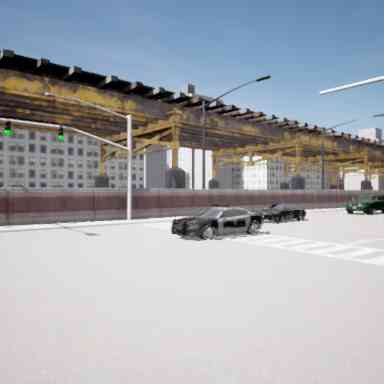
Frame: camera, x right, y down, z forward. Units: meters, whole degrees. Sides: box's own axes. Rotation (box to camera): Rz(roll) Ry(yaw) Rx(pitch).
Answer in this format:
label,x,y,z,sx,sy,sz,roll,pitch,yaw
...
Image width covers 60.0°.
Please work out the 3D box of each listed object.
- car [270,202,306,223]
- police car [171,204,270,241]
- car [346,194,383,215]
label,x,y,z,sx,sy,sz,roll,pitch,yaw
car,6.896,1.523,25.572,4.674,1.442,1.812,0,0,-38
police car,1.352,1.423,16.761,5.238,1.638,1.930,0,0,-38
car,18.068,1.220,34.162,5.566,2.045,2.150,0,0,-37
